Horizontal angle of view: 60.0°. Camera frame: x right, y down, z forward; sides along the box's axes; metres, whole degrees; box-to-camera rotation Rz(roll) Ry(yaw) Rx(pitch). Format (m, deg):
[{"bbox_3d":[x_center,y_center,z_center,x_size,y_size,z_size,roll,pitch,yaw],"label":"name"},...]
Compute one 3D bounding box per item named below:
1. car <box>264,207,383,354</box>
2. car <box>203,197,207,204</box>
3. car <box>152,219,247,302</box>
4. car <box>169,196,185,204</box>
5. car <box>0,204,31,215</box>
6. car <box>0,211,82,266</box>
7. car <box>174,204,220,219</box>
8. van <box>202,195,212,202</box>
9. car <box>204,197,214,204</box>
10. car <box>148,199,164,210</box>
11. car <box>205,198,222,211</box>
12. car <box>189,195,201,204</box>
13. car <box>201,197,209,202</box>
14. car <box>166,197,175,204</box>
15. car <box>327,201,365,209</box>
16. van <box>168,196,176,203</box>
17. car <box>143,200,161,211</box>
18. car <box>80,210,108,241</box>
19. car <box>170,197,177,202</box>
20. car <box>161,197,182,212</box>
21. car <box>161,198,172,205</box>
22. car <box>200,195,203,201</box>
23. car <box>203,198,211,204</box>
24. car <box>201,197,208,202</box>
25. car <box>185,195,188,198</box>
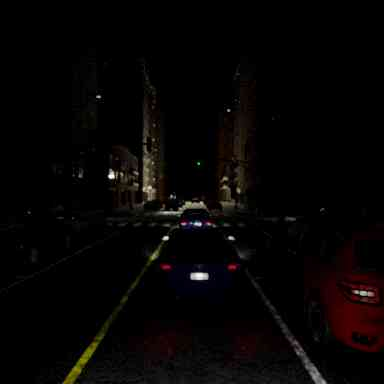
[{"bbox_3d":[2.732,1.351,6.132,2.192,1.841,5.009,1,0,1],"label":"car"},{"bbox_3d":[3.230,1.906,55.743,1.802,1.307,4.206,1,0,1],"label":"car"},{"bbox_3d":[0.165,1.613,8.436,1.994,1.385,4.181,0,0,1],"label":"car"},{"bbox_3d":[-2.551,1.790,54.073,1.882,1.535,5.008,0,0,1],"label":"car"},{"bbox_3d":[-16.504,1.498,28.768,4.902,1.511,2.128,1,-1,1],"label":"car"},{"bbox_3d":[-5.739,1.612,11.850,1.887,1.381,4.507,1,0,1],"label":"car"},{"bbox_3d":[0.170,1.658,19.098,2.033,1.411,5.357,0,0,-1],"label":"car"},{"bbox_3d":[3.290,1.698,61.417,1.690,1.788,3.998,1,0,1],"label":"van"},{"bbox_3d":[3.173,1.872,50.070,1.802,1.307,4.206,1,0,1],"label":"car"},{"bbox_3d":[-5.352,1.834,50.165,1.887,1.381,4.507,1,0,1],"label":"car"},{"bbox_3d":[3.116,1.839,44.396,1.802,1.307,4.206,1,0,1],"label":"car"},{"bbox_3d":[0.750,1.973,73.766,2.033,1.411,5.357,0,0,1],"label":"car"},{"bbox_3d":[3.575,2.096,89.780,1.947,1.339,4.313,1,0,1],"label":"car"},{"bbox_3d":[-5.064,1.900,78.528,1.967,1.590,4.097,1,0,1],"label":"car"},{"bbox_3d":[13.902,1.680,31.492,4.553,1.767,2.097,0,-1,1],"label":"car"},{"bbox_3d":[-5.006,1.836,84.201,1.690,1.788,3.998,1,0,1],"label":"van"},{"bbox_3d":[-5.409,1.801,44.492,1.887,1.381,4.507,1,0,1],"label":"car"},{"bbox_3d":[-5.684,1.624,17.304,1.752,1.417,4.829,1,0,1],"label":"car"},{"bbox_3d":[-4.951,2.111,89.871,1.802,1.307,4.206,1,0,1],"label":"car"},{"bbox_3d":[-2.706,1.802,44.109,2.033,1.411,5.357,0,0,-3],"label":"car"},{"bbox_3d":[-5.180,1.972,67.182,1.802,1.307,4.206,1,0,1],"label":"car"},{"bbox_3d":[3.348,1.706,67.090,2.192,1.841,5.009,1,0,1],"label":"car"},{"bbox_3d":[3.460,2.043,78.434,1.802,1.307,4.206,1,0,1],"label":"car"},{"bbox_3d":[3.634,2.092,95.624,1.752,1.417,4.829,1,0,1],"label":"car"},{"bbox_3d":[-2.406,1.725,64.103,2.097,1.767,4.553,0,0,1],"label":"car"}]
